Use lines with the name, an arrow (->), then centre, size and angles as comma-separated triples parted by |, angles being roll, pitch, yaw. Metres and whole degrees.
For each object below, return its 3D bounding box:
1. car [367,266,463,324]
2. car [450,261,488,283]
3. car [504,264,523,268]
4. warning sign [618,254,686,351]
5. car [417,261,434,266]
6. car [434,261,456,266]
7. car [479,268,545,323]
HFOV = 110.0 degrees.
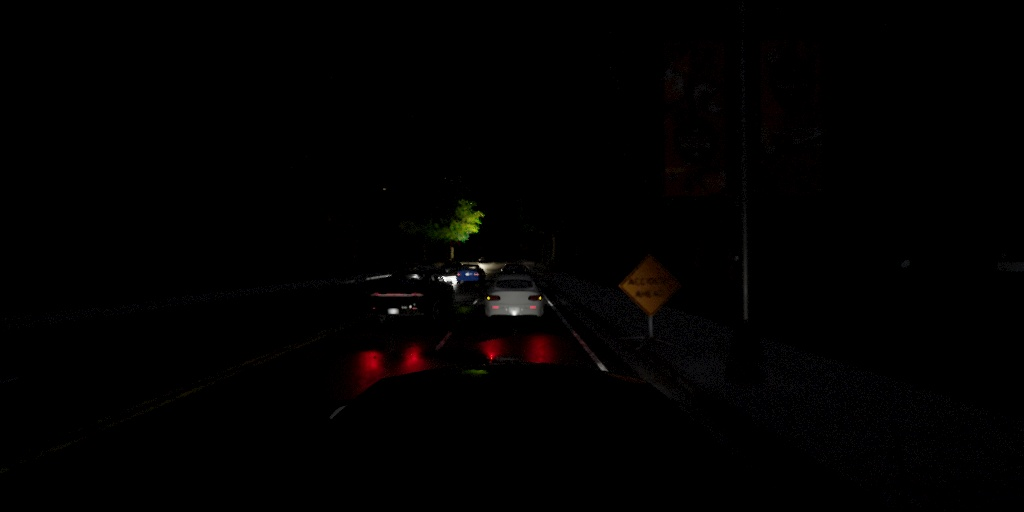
car -> -3.166, 1.270, 12.044 | 2.128, 1.511, 4.902 | 0, 0, 0
car -> -3.143, 1.346, 27.970 | 2.033, 1.411, 5.357 | 0, 0, 0
car -> 0.106, 1.346, 27.979 | 2.033, 1.411, 5.357 | 0, 0, 0
warning sign -> 2.855, 0.881, 7.374 | 1.300, 1.860, 1.060 | 0, 0, 0
car -> -9.812, 1.316, 41.070 | 1.812, 1.442, 4.674 | 0, 0, 0
car -> -6.562, 1.284, 38.765 | 2.128, 1.511, 4.902 | 0, 0, 0
car -> 0.081, 1.302, 12.117 | 1.812, 1.442, 4.674 | 0, 0, 0
